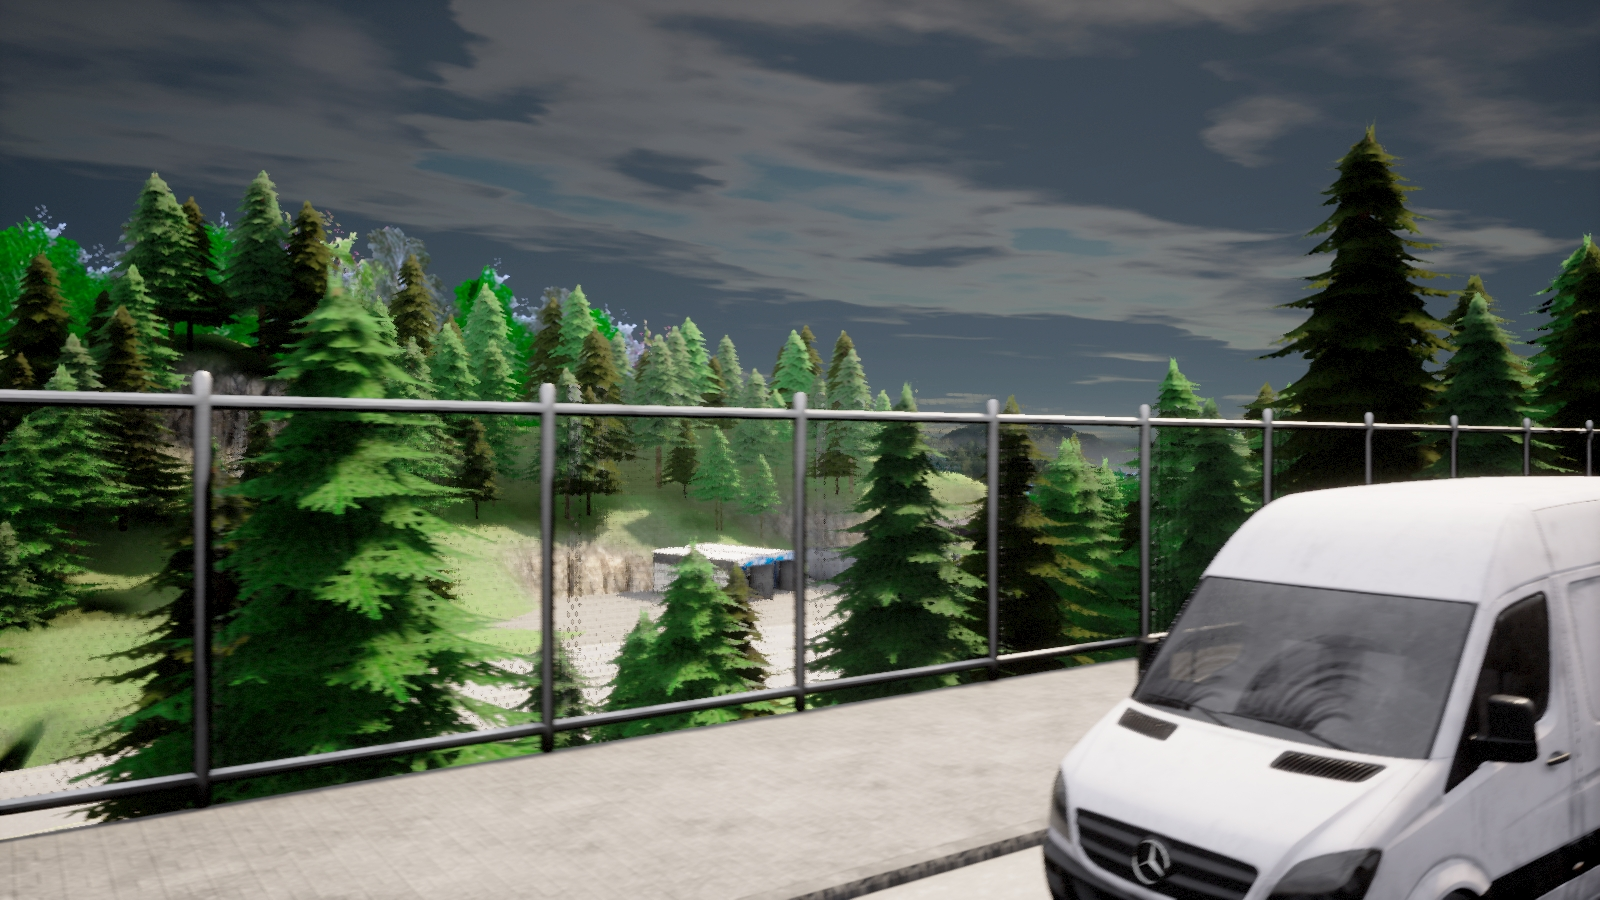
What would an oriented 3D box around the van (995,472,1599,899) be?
[{"bbox_3d":[4.100,1.529,7.268,5.915,2.561,1.988,-1,1,-35],"label":"van"}]
